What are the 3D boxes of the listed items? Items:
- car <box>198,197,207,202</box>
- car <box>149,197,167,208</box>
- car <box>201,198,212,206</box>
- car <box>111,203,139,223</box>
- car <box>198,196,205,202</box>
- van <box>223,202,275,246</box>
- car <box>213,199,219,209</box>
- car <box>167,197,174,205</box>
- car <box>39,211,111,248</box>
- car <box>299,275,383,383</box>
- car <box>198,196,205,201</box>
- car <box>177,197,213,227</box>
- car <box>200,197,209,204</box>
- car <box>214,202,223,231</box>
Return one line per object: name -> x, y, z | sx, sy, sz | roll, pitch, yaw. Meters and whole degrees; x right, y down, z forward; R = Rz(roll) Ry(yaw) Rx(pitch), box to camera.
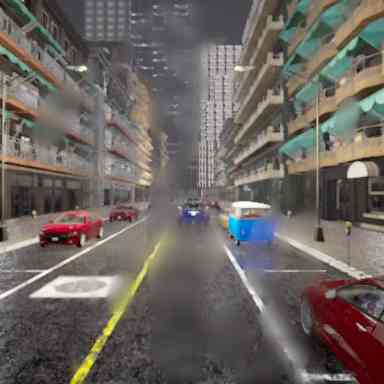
car -> 2.593, 1.872, 83.425 | 1.947, 1.339, 4.313 | 0, 0, 0
car -> -5.295, 1.595, 49.282 | 1.967, 1.590, 4.097 | 0, 0, 0
car -> 2.587, 1.783, 60.667 | 1.802, 1.307, 4.206 | 0, 0, 0
car -> -5.302, 1.621, 26.522 | 1.887, 1.381, 4.507 | 0, 0, 0
car -> 2.595, 1.862, 89.285 | 1.752, 1.417, 4.829 | 0, 0, 0
van -> 2.577, 1.383, 15.150 | 1.690, 1.788, 3.998 | 0, 0, 0
car -> 2.584, 1.574, 43.597 | 1.967, 1.590, 4.097 | 0, 0, 0
car -> -5.290, 1.666, 66.352 | 1.967, 1.590, 4.097 | 0, 0, 0
car -> -5.305, 1.587, 15.142 | 1.887, 1.381, 4.507 | 0, 0, 0
car -> 2.572, 1.592, 3.770 | 1.802, 1.307, 4.206 | 0, 0, 0
car -> 2.596, 1.912, 94.803 | 1.887, 1.381, 4.507 | 0, 0, 0
car -> 0.107, 1.418, 23.198 | 2.097, 1.767, 4.553 | 0, 0, 0
car -> 2.590, 1.833, 72.045 | 1.802, 1.307, 4.206 | 0, 0, 0
car -> 2.577, 1.585, 21.009 | 1.752, 1.417, 4.829 | 0, 0, 0
